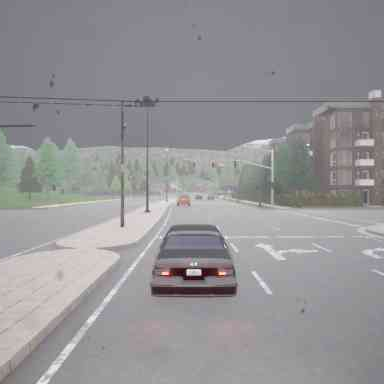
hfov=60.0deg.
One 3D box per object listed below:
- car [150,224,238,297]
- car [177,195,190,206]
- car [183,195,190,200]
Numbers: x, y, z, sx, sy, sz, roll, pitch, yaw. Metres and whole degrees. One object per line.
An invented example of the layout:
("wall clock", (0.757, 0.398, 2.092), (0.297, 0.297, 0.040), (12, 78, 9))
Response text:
("car", (0.042, 1.547, 8.725), (2.033, 1.411, 5.357), (0, 0, 0))
("car", (-1.364, 1.352, 54.470), (2.097, 1.767, 4.553), (0, 0, -1))
("car", (-1.556, 1.524, 95.473), (1.812, 1.442, 4.674), (0, 0, 0))
